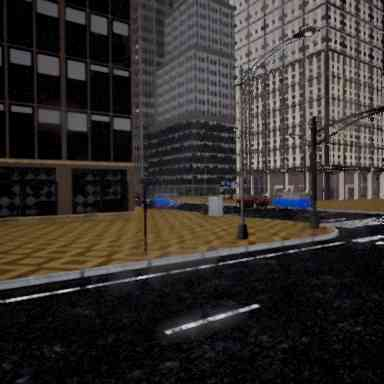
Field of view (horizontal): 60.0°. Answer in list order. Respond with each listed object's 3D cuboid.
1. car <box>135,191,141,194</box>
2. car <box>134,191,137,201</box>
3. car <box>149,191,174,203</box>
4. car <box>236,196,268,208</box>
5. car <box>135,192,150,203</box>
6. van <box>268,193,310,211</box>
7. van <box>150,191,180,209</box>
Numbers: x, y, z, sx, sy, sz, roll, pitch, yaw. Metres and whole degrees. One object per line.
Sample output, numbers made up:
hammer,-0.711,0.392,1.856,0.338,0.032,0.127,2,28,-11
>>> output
car,-8.412,1.022,62.198,1.887,1.381,4.507,-1,1,-34
car,-11.518,0.764,66.784,2.192,1.841,5.009,-1,1,-34
car,-5.310,0.820,57.608,2.192,1.841,5.009,-1,1,-34
car,7.125,1.160,39.274,1.887,1.381,4.507,-1,1,-34
car,-6.968,1.100,55.258,2.033,1.411,5.357,-1,1,-34
van,10.301,0.982,34.735,1.690,1.788,3.998,-1,1,-34
van,-2.939,1.060,39.149,1.690,1.788,3.998,-1,1,-34
